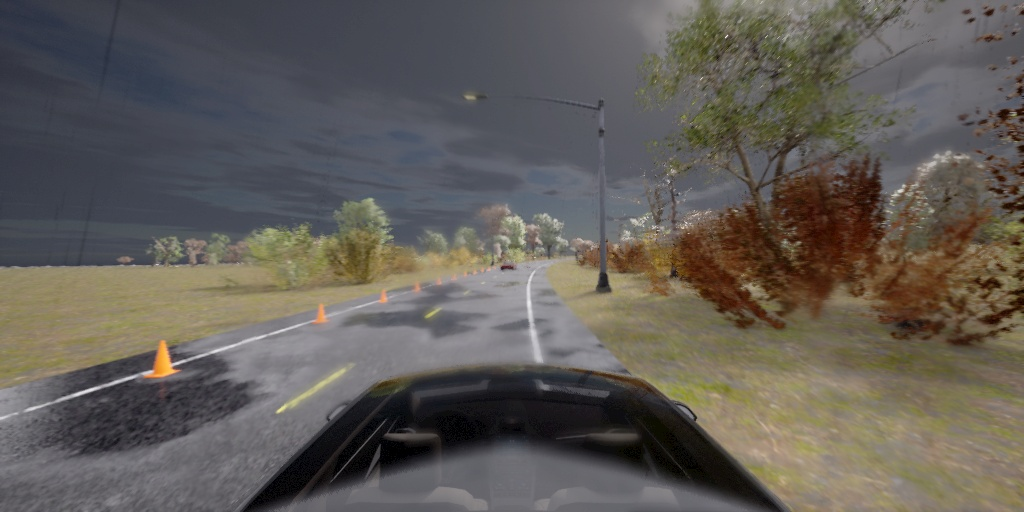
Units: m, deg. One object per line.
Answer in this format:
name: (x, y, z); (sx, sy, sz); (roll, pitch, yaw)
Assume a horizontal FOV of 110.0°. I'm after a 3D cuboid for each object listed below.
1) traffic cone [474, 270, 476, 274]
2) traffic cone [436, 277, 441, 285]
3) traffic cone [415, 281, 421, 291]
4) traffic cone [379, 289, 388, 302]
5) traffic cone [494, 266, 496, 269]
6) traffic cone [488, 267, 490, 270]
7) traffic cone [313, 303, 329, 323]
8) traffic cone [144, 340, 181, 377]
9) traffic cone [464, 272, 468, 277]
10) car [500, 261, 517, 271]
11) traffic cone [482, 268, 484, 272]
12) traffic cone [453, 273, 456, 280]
traffic cone: (-4.263, 1.795, 41.476); (0.340, 0.580, 0.340); (0, 0, 5)
traffic cone: (-5.371, 1.798, 26.422); (0.340, 0.580, 0.340); (0, 0, 3)
traffic cone: (-5.639, 1.796, 21.398); (0.340, 0.580, 0.340); (0, 0, 3)
traffic cone: (-5.858, 1.793, 16.371); (0.340, 0.580, 0.340); (0, 0, 2)
traffic cone: (-2.703, 1.779, 56.489); (0.340, 0.580, 0.340); (0, 0, 7)
traffic cone: (-3.272, 1.785, 51.490); (0.340, 0.580, 0.340); (0, 0, 6)
traffic cone: (-6.027, 1.788, 11.342); (0.340, 0.580, 0.340); (0, 0, 2)
traffic cone: (-6.145, 1.782, 6.312); (0.340, 0.580, 0.340); (0, 0, 1)
traffic cone: (-4.682, 1.797, 36.462); (0.340, 0.580, 0.340); (0, 0, 5)
car: (-0.459, 1.396, 49.064); (1.895, 1.301, 4.718); (-1, 0, 6)
traffic cone: (-3.792, 1.790, 46.485); (0.340, 0.580, 0.340); (0, 0, 6)
traffic cone: (-5.051, 1.798, 31.444); (0.340, 0.580, 0.340); (0, 0, 4)
